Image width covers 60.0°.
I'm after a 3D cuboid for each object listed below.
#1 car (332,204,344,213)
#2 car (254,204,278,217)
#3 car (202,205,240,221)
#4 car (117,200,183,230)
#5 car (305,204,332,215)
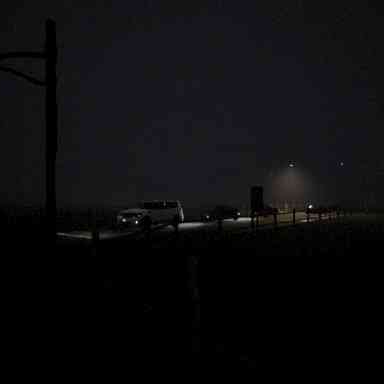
[{"bbox_3d":[23.361,2.670,54.192,1.812,1.442,4.674,0,-1,37],"label":"car"},{"bbox_3d":[8.936,2.265,40.752,2.128,1.511,4.902,0,-1,36],"label":"car"},{"bbox_3d":[2.902,2.067,32.525,2.128,1.511,4.902,0,-1,36],"label":"car"},{"bbox_3d":[-2.917,1.608,24.590,2.150,2.045,5.566,0,-1,36],"label":"car"},{"bbox_3d":[17.166,2.483,45.761,2.033,1.411,5.357,0,-1,36],"label":"car"}]
